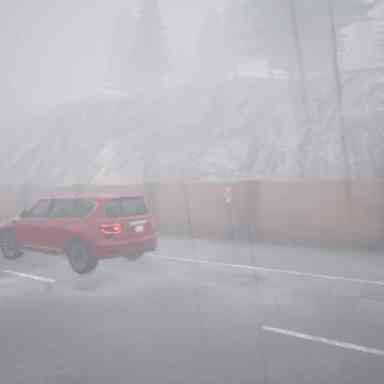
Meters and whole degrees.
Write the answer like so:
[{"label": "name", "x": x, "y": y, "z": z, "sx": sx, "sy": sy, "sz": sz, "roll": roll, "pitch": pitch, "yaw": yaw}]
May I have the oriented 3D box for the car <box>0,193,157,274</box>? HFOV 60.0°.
[{"label": "car", "x": -3.651, "y": 1.080, "z": 10.274, "sx": 5.566, "sy": 2.045, "sz": 2.150, "roll": 0, "pitch": 1, "yaw": 33}]
